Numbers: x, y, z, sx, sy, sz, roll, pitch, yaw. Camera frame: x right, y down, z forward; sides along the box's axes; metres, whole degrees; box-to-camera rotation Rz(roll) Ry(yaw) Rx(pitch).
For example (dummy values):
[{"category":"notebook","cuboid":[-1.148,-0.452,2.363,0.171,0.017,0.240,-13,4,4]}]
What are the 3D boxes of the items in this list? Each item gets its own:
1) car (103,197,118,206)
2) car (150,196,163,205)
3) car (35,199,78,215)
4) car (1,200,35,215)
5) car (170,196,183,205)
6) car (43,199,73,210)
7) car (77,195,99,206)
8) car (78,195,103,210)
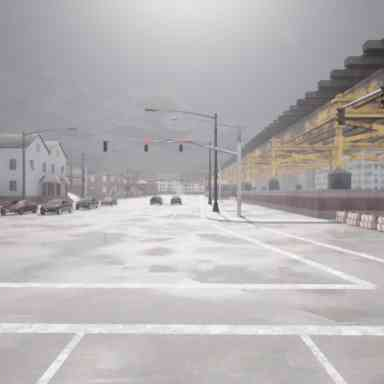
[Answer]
[{"category":"car","cuboid":[-13.456,1.523,54.077,1.812,1.442,4.674,0,0,2]},{"category":"car","cuboid":[-6.252,1.474,58.923,1.882,1.535,5.008,0,0,1]},{"category":"car","cuboid":[-13.925,1.503,34.414,1.837,1.490,4.892,0,0,1]},{"category":"car","cuboid":[-17.440,1.524,33.912,1.812,1.442,4.674,0,0,1]},{"category":"car","cuboid":[-2.753,1.502,58.841,1.837,1.490,4.892,0,0,1]},{"category":"car","cuboid":[-17.221,1.598,43.003,1.895,1.301,4.718,0,0,1]},{"category":"car","cuboid":[-16.941,1.350,54.333,2.097,1.767,4.553,0,0,2]},{"category":"car","cuboid":[-13.704,1.502,43.666,1.837,1.490,4.892,0,0,1]}]
